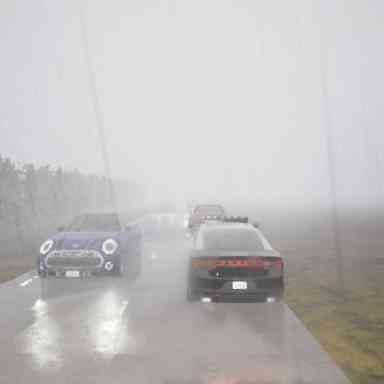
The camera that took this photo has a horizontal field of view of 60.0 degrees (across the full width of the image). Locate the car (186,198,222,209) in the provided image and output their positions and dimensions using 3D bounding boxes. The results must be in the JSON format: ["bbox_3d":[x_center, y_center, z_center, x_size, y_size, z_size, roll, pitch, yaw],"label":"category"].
[{"bbox_3d":[0.853,1.373,18.263,2.097,1.767,4.553,0,0,0],"label":"car"}]

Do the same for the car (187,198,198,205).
[{"bbox_3d":[0.102,1.779,63.363,1.994,1.385,4.181,0,0,0],"label":"car"}]

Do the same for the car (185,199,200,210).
[{"bbox_3d":[0.101,1.676,46.015,2.033,1.411,5.357,0,0,1],"label":"car"}]

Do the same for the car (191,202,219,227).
[{"bbox_3d":[0.864,1.544,24.293,1.837,1.490,4.892,0,0,0],"label":"car"}]

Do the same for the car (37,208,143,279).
[{"bbox_3d":[-2.832,1.358,10.156,2.097,1.767,4.553,0,0,0],"label":"car"}]

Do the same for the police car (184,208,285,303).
[{"bbox_3d":[0.838,1.430,8.401,1.930,1.638,5.238,0,0,0],"label":"police car"}]

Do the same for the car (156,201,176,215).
[{"bbox_3d":[-2.692,1.644,35.321,1.994,1.385,4.181,0,0,0],"label":"car"}]
